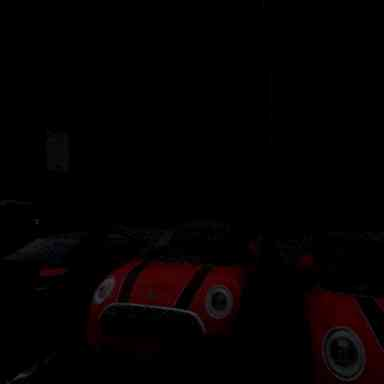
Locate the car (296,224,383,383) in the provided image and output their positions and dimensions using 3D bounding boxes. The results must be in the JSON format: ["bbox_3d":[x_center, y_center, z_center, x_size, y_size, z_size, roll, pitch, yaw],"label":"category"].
[{"bbox_3d":[2.512,1.360,4.344,2.185,1.767,4.553,1,-1,16],"label":"car"}]

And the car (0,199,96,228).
[{"bbox_3d":[-4.808,1.230,9.538,2.435,2.045,5.566,1,-1,16],"label":"car"}]

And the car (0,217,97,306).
[{"bbox_3d":[-2.384,1.522,7.808,2.002,1.452,4.674,0,-1,16],"label":"car"}]

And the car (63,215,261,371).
[{"bbox_3d":[0.073,1.358,6.092,2.185,1.767,4.553,1,-1,16],"label":"car"}]
